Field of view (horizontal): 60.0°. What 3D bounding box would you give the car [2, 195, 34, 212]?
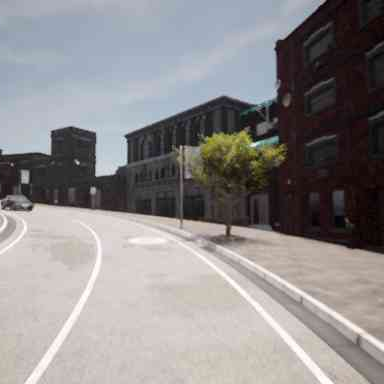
[{"bbox_3d":[-17.408,1.107,33.229,2.128,1.511,4.902,4,-1,-45],"label":"car"}]
